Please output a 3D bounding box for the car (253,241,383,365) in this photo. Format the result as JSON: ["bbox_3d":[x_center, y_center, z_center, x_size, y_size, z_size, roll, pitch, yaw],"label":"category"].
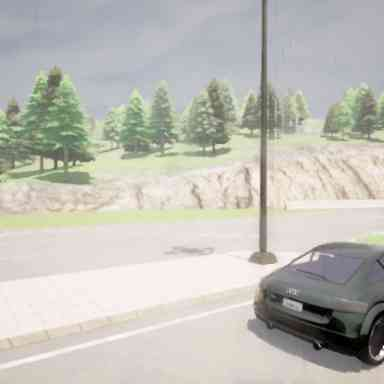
[{"bbox_3d":[3.075,1.606,5.936,4.181,1.385,1.994,1,0,-35],"label":"car"}]
